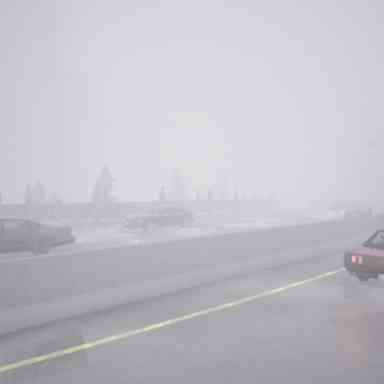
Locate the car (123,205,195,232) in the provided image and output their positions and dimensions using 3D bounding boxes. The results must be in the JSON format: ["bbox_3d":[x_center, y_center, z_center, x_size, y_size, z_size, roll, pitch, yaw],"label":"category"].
[{"bbox_3d":[-1.977,1.600,20.853,4.892,1.490,1.837,0,0,-44],"label":"car"}]

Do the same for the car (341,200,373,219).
[{"bbox_3d":[15.053,1.663,29.898,1.812,1.442,4.674,0,0,34],"label":"car"}]

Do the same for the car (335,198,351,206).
[{"bbox_3d":[30.661,2.022,67.556,1.994,1.385,4.181,0,-1,11],"label":"car"}]

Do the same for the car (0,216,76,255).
[{"bbox_3d":[-7.043,1.604,11.945,5.357,1.411,2.033,0,0,-37],"label":"car"}]

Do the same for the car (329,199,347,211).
[{"bbox_3d":[19.280,1.753,43.902,1.837,1.490,4.892,0,0,26],"label":"car"}]

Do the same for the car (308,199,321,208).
[{"bbox_3d":[20.420,1.918,55.598,2.033,1.411,5.357,0,-1,19],"label":"car"}]

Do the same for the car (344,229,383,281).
[{"bbox_3d":[5.970,1.627,8.877,4.718,1.301,1.895,0,0,-42],"label":"car"}]
